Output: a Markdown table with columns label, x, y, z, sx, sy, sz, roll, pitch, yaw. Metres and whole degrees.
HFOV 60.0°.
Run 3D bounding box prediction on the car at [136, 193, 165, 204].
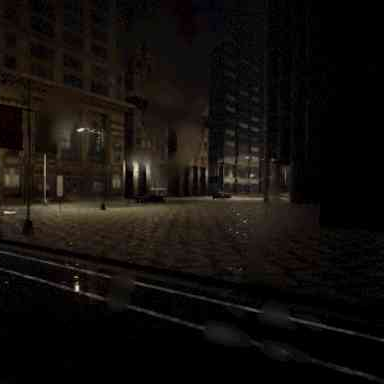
| label | x | y | z | sx | sy | sz | roll | pitch | yaw |
| --- | --- | --- | --- | --- | --- | --- | --- | --- | --- |
| car | -5.557 | 0.862 | 44.407 | 1.994 | 1.385 | 4.181 | 1 | 1 | 36 |

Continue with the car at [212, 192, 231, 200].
| label | x | y | z | sx | sy | sz | roll | pitch | yaw |
| --- | --- | --- | --- | --- | --- | --- | --- | --- | --- |
| car | 5.323 | 0.653 | 59.454 | 1.994 | 1.385 | 4.181 | 1 | 1 | 36 |
